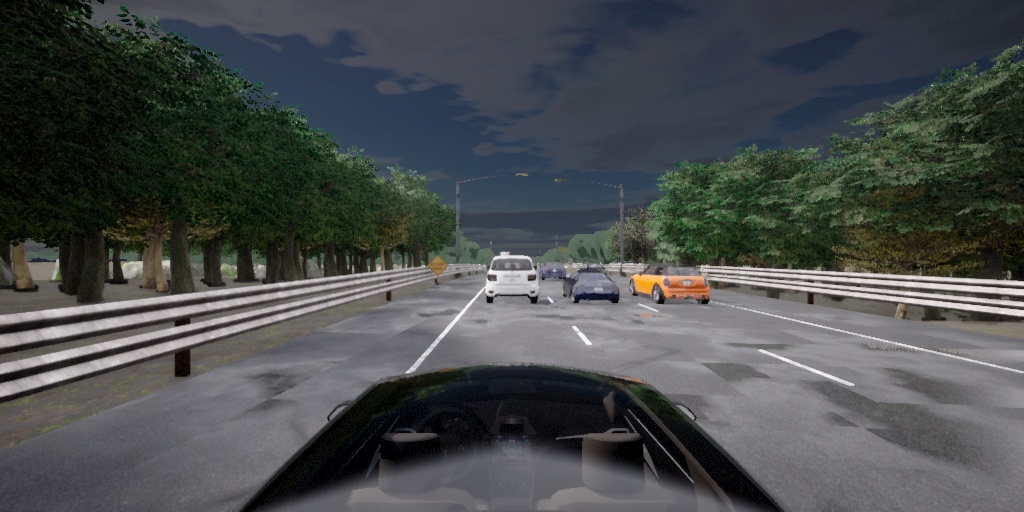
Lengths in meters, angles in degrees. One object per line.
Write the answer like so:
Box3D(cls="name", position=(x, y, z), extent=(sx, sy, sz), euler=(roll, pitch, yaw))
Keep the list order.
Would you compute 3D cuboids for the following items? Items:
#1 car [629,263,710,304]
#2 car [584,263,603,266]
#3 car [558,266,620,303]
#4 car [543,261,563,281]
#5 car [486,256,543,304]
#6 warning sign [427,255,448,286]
Box3D(cls="car", position=(7.000, 1.119, 16.472), extent=(2.097, 1.767, 4.553), euler=(0, 0, 0))
Box3D(cls="car", position=(7.000, 1.370, 31.511), extent=(2.128, 1.511, 4.902), euler=(0, -1, 0))
Box3D(cls="car", position=(3.500, 1.325, 16.501), extent=(1.994, 1.385, 4.181), euler=(0, 0, 0))
Box3D(cls="car", position=(3.500, 1.241, 31.483), extent=(2.097, 1.767, 4.553), euler=(0, -1, 0))
Box3D(cls="car", position=(0.000, 1.011, 16.531), extent=(2.150, 2.045, 5.566), euler=(0, 0, 0))
Box3D(cls="warning sign", position=(-4.550, 0.885, 21.997), extent=(1.300, 1.860, 1.060), euler=(0, 0, 0))
